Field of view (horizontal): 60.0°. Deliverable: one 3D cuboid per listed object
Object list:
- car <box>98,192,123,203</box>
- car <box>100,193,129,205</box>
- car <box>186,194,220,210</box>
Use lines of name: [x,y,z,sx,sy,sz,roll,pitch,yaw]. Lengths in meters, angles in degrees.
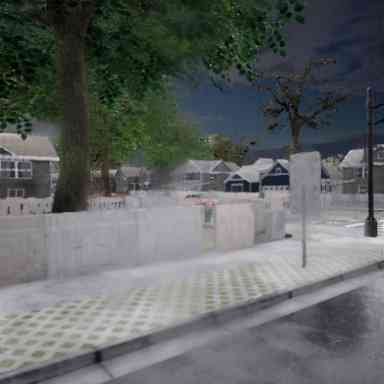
car: [-12.532,0.868,50.852,1.882,1.535,5.008,-1,1,-38]
car: [-9.528,1.077,41.848,2.033,1.411,5.357,-1,1,-39]
car: [1.072,0.952,33.854,2.097,1.767,4.553,-1,1,-39]
